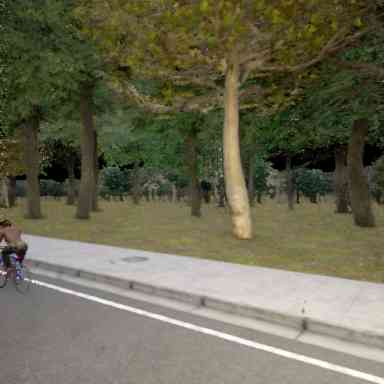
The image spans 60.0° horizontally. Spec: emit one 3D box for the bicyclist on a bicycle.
[{"bbox_3d":[-4.153,1.467,7.621,1.656,1.620,0.582,-1,0,36],"label":"bicyclist on a bicycle"}]
